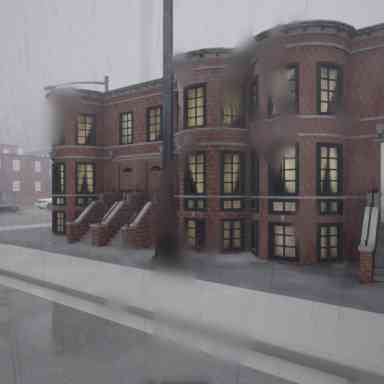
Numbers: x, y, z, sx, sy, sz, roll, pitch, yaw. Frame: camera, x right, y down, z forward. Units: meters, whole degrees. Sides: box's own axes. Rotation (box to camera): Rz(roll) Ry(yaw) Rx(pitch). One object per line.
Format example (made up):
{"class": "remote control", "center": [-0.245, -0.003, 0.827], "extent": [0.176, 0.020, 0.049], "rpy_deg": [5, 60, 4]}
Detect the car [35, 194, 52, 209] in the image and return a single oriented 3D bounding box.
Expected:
{"class": "car", "center": [-17.596, 1.220, 43.775], "extent": [2.150, 2.045, 5.566], "rpy_deg": [0, 0, 36]}

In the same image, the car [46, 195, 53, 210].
{"class": "car", "center": [-14.963, 1.478, 41.441], "extent": [1.882, 1.535, 5.008], "rpy_deg": [0, 0, 36]}

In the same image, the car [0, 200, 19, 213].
{"class": "car", "center": [-20.128, 1.564, 34.224], "extent": [1.994, 1.385, 4.181], "rpy_deg": [0, 0, 36]}
